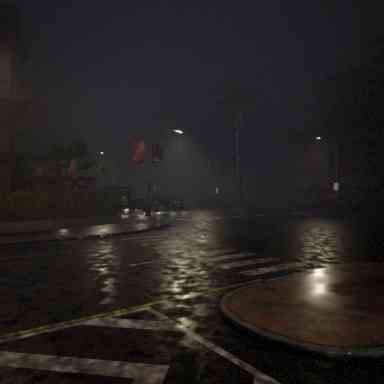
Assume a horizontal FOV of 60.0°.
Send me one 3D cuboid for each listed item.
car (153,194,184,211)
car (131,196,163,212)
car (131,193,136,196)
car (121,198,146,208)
[{"bbox_3d":[-3.195,1.221,41.829,2.150,2.045,5.566,0,0,-35],"label":"car"},{"bbox_3d":[-5.641,1.526,39.190,1.812,1.442,4.674,0,0,-35],"label":"car"},{"bbox_3d":[-13.392,1.220,68.456,2.150,2.045,5.566,0,0,-39],"label":"car"},{"bbox_3d":[-8.782,1.601,49.841,1.895,1.301,4.718,0,0,-34],"label":"car"}]
